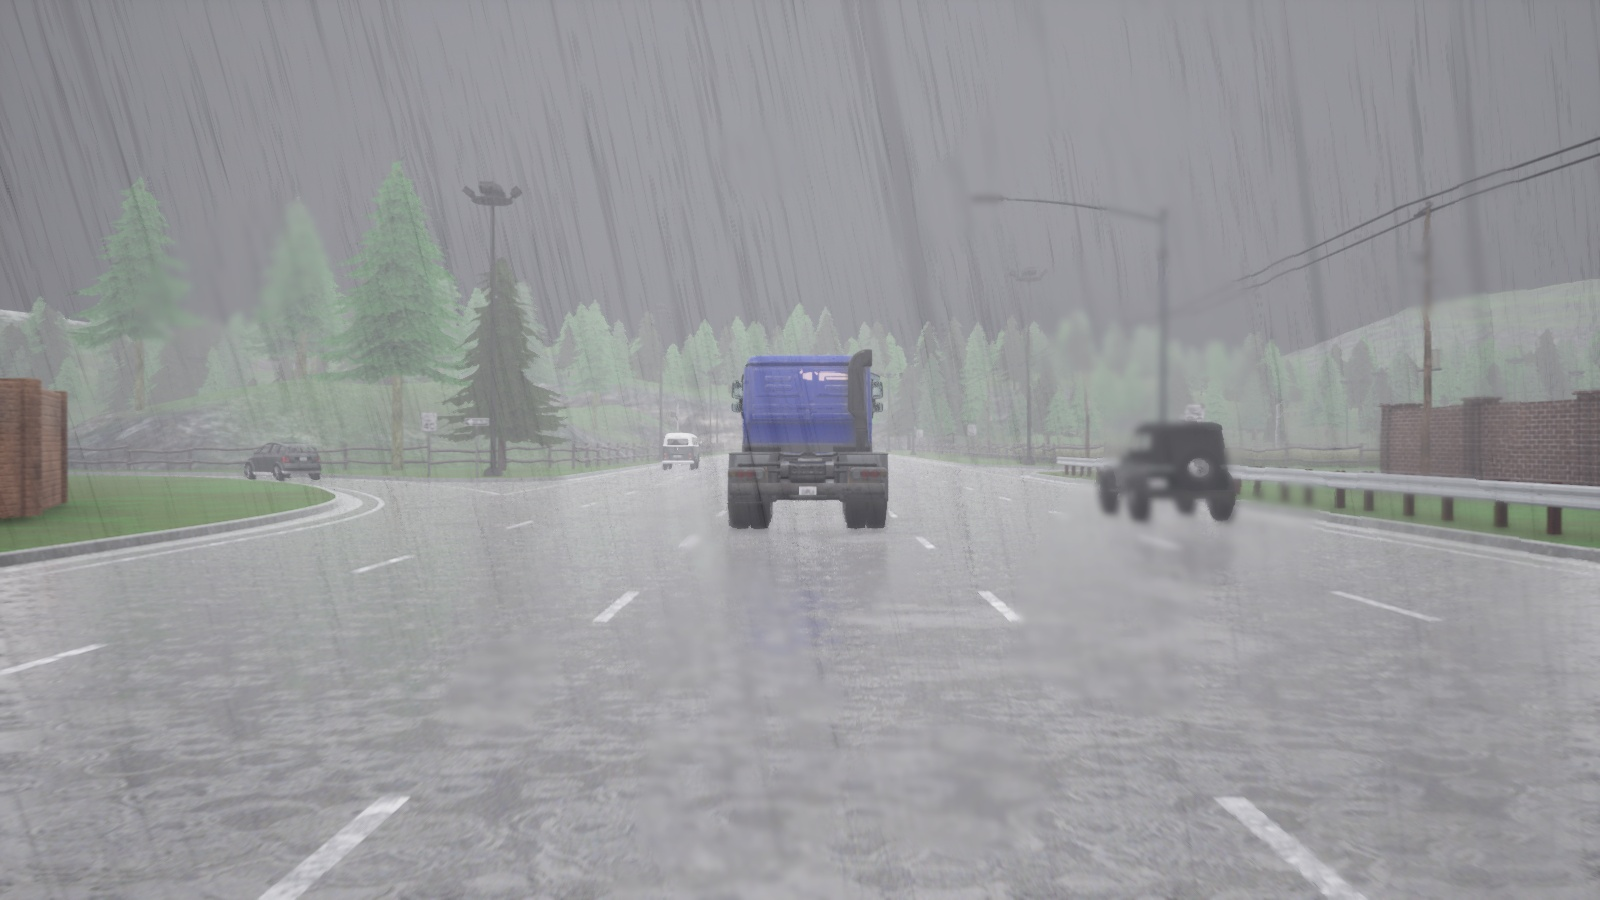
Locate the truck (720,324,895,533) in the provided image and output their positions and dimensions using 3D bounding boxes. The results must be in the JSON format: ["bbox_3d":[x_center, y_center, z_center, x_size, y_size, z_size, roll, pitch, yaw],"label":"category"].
[{"bbox_3d":[0.149,-0.376,24.735,2.891,3.462,7.936,0,0,0],"label":"truck"}]

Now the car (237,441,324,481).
[{"bbox_3d":[-20.967,0.419,50.645,3.705,1.549,1.789,0,0,42],"label":"car"}]

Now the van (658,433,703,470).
[{"bbox_3d":[-6.609,0.065,70.095,2.069,2.038,4.480,0,0,0],"label":"van"}]

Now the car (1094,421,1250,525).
[{"bbox_3d":[7.147,0.408,24.541,1.905,1.878,3.866,0,0,0],"label":"car"}]
